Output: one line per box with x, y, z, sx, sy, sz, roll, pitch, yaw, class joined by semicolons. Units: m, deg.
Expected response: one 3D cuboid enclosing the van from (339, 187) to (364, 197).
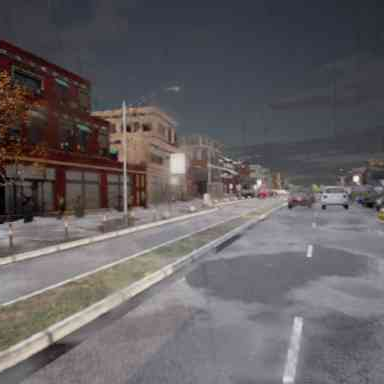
32.833;-0.004;68.649;4.442;1.987;1.878;-1;0;21;van

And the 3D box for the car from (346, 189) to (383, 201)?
23.785;0.441;45.544;4.674;1.452;2.002;-1;0;21;car

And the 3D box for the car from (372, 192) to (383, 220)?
12.683;0.911;17.338;5.366;1.575;1.946;-1;1;21;car

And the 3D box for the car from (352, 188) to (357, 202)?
18.820;0.579;32.691;4.892;1.521;2.231;-1;0;21;car

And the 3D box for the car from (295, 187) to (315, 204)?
14.785;0.377;43.429;2.150;2.045;5.566;-1;1;22;car

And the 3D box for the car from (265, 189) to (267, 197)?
14.606;0.699;78.715;4.792;1.488;2.163;-1;0;21;car

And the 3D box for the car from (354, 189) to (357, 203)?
17.817;0.624;30.124;5.008;1.535;2.097;-1;0;21;car

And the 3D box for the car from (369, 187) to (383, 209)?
14.809;0.660;22.422;4.553;1.767;2.185;-1;1;21;car

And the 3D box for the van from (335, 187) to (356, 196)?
37.588;-0.138;81.597;4.442;1.987;1.878;-1;0;21;van

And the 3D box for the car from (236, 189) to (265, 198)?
12.472;0.468;73.444;5.566;2.045;2.435;-1;0;21;car

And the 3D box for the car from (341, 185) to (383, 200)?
24.744;0.126;48.129;5.566;2.045;2.435;-1;0;21;car

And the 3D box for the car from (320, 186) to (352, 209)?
13.206;0.489;30.931;2.150;2.045;5.566;-1;1;22;car

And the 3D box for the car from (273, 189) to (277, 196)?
19.653;0.265;91.651;5.566;2.045;2.435;-1;0;21;car

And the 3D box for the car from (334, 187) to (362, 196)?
35.682;-0.105;76.420;5.566;2.045;2.435;-1;0;21;car

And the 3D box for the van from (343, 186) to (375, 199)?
26.650;0.115;53.302;4.442;1.987;1.878;-1;0;21;van

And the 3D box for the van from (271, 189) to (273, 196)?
18.466;0.330;89.002;4.442;1.987;1.878;-1;0;21;van

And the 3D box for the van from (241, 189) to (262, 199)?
13.622;0.467;75.976;4.442;1.987;1.878;-1;0;21;van

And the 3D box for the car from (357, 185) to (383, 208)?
15.855;0.476;24.968;5.566;2.045;2.435;-1;1;21;car

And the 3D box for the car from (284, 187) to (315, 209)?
10.643;0.675;32.598;2.097;1.767;4.553;-1;0;22;car

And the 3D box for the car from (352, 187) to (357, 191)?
19.814;0.536;35.261;4.892;1.521;2.231;-1;0;21;car

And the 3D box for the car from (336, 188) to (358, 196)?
36.735;-0.010;78.972;4.553;1.767;2.185;-1;0;21;car

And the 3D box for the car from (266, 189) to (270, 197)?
15.514;0.394;81.206;5.566;2.045;2.435;-1;0;21;car

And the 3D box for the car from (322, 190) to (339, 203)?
17.974;0.578;43.309;1.837;1.490;4.892;-1;1;22;car

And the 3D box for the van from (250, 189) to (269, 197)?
17.500;0.361;86.531;4.442;1.987;1.878;-1;0;21;van
